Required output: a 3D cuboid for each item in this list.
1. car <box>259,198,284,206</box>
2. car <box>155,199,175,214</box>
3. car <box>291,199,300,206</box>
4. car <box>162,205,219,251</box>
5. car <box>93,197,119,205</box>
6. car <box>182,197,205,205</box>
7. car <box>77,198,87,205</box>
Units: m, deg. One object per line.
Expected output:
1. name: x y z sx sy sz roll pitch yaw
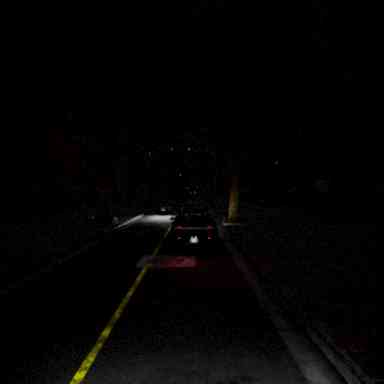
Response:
1. car: 13.944 1.707 58.510 4.403 1.369 2.008 0 0 0
2. car: -2.844 1.530 35.333 2.128 1.511 4.902 0 0 0
3. car: 19.619 1.746 58.545 4.313 1.339 1.947 0 0 0
4. car: 0.081 1.506 14.216 2.128 1.511 4.902 0 0 0
5. car: -15.086 1.606 58.333 4.507 1.381 1.887 0 0 0
6. car: 0.083 1.511 30.771 1.882 1.535 5.008 0 0 0
7. car: -20.935 1.573 58.297 4.829 1.417 1.752 0 0 0
